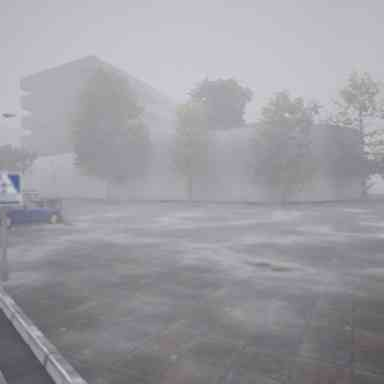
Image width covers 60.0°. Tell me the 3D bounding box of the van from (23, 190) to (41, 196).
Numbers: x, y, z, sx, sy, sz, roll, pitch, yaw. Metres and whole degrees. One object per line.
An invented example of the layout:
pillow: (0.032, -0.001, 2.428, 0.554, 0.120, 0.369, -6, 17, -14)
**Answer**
van: (-12.172, 0.931, 22.666, 1.878, 1.987, 4.442, 2, 1, 32)

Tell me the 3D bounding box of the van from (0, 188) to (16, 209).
van: (-19.654, 0.598, 32.049, 1.878, 1.987, 4.442, 2, 1, 31)

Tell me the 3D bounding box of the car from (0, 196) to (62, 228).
car: (-10.374, 1.239, 20.220, 2.097, 1.535, 5.008, 2, 1, 32)

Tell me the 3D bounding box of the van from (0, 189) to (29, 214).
van: (-16.024, 0.763, 27.152, 1.878, 1.987, 4.442, 2, 1, 32)

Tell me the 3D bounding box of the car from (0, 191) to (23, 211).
car: (-17.858, 0.781, 29.577, 2.185, 1.767, 4.553, 2, 1, 31)
